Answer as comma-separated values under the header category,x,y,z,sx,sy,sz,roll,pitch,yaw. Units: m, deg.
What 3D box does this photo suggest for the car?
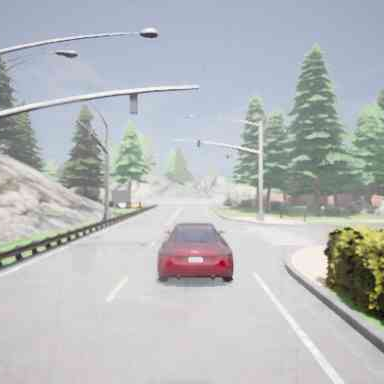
category,x,y,z,sx,sy,sz,roll,pitch,yaw
car,0.089,1.610,10.043,1.994,1.385,4.181,0,0,0
